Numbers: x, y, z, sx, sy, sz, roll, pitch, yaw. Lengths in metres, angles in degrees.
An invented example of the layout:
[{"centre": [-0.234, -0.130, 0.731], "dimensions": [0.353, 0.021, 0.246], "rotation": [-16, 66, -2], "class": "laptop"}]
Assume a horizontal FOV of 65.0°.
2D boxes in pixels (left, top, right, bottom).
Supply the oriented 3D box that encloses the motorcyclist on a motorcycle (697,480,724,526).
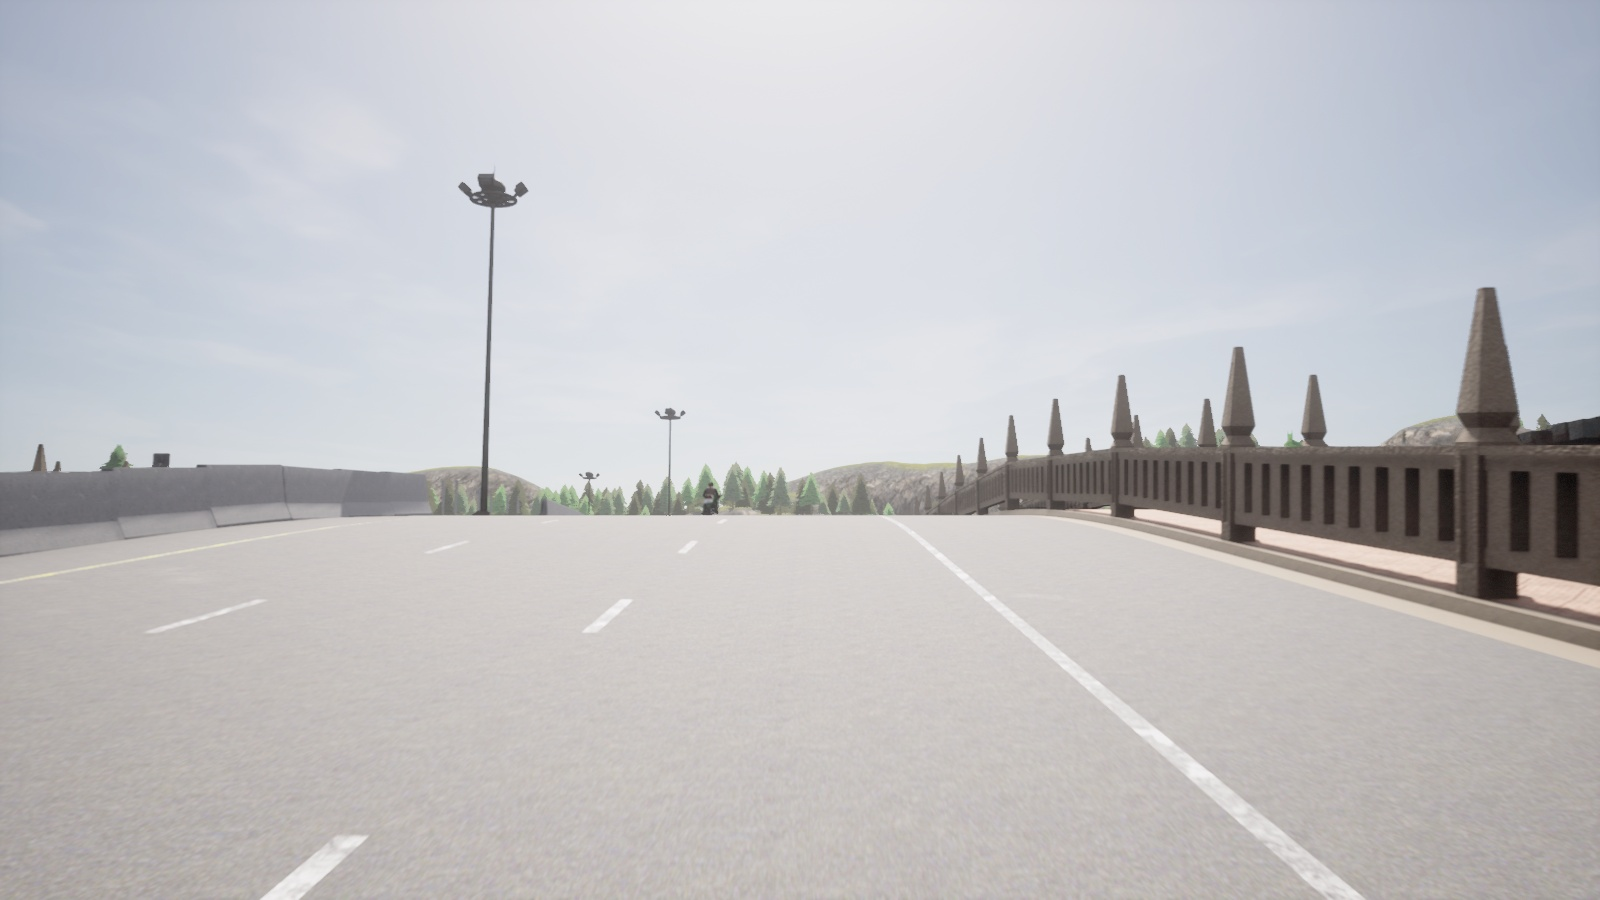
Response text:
[{"centre": [-3.223, 1.936, 45.538], "dimensions": [0.797, 1.523, 2.044], "rotation": [0, -6, 0], "class": "motorcyclist on a motorcycle"}]
